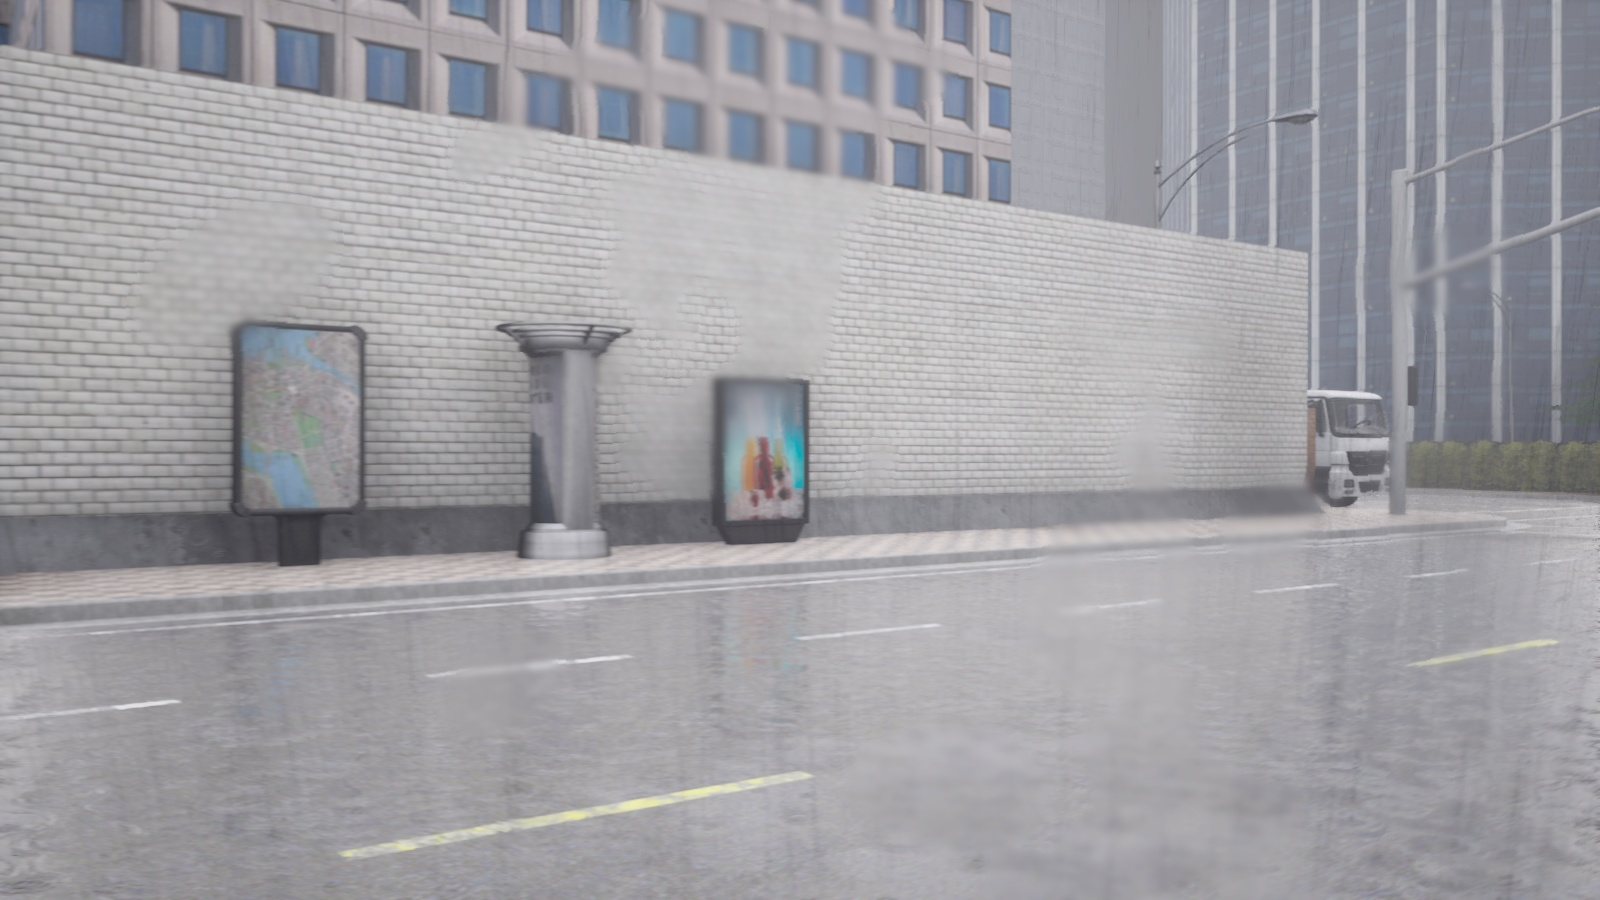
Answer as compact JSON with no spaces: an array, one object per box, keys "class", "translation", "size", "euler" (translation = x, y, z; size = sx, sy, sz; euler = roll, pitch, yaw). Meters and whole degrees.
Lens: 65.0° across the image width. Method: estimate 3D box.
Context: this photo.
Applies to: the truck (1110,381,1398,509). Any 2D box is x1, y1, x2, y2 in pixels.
[{"class":"truck","translation":[13.431,-0.116,37.901],"size":[2.891,3.462,7.936],"euler":[0,0,-35]}]
